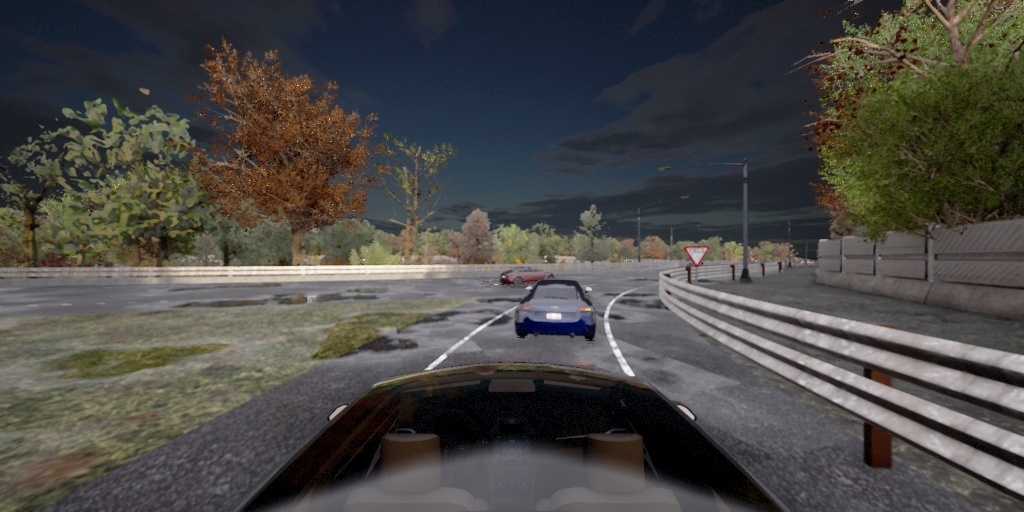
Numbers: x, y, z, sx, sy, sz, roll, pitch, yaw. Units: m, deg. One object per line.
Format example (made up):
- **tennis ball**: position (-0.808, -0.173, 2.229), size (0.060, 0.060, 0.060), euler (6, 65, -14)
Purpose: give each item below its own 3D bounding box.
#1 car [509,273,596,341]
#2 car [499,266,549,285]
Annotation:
- **car**: position (1.313, 1.355, 10.201), size (1.994, 1.385, 4.181), euler (0, 0, 10)
- **car**: position (1.143, 1.429, 25.918), size (4.181, 1.385, 1.994), euler (0, 0, -30)
